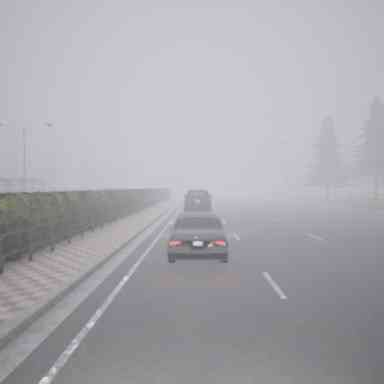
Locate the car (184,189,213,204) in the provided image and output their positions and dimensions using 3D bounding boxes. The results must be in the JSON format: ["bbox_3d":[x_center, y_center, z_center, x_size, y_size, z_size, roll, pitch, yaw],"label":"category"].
[{"bbox_3d":[0.500,0.792,27.291,2.150,2.045,5.566,0,1,2],"label":"car"}]

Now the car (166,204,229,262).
[{"bbox_3d":[0.214,1.368,11.278,2.033,1.411,5.357,0,1,1],"label":"car"}]
